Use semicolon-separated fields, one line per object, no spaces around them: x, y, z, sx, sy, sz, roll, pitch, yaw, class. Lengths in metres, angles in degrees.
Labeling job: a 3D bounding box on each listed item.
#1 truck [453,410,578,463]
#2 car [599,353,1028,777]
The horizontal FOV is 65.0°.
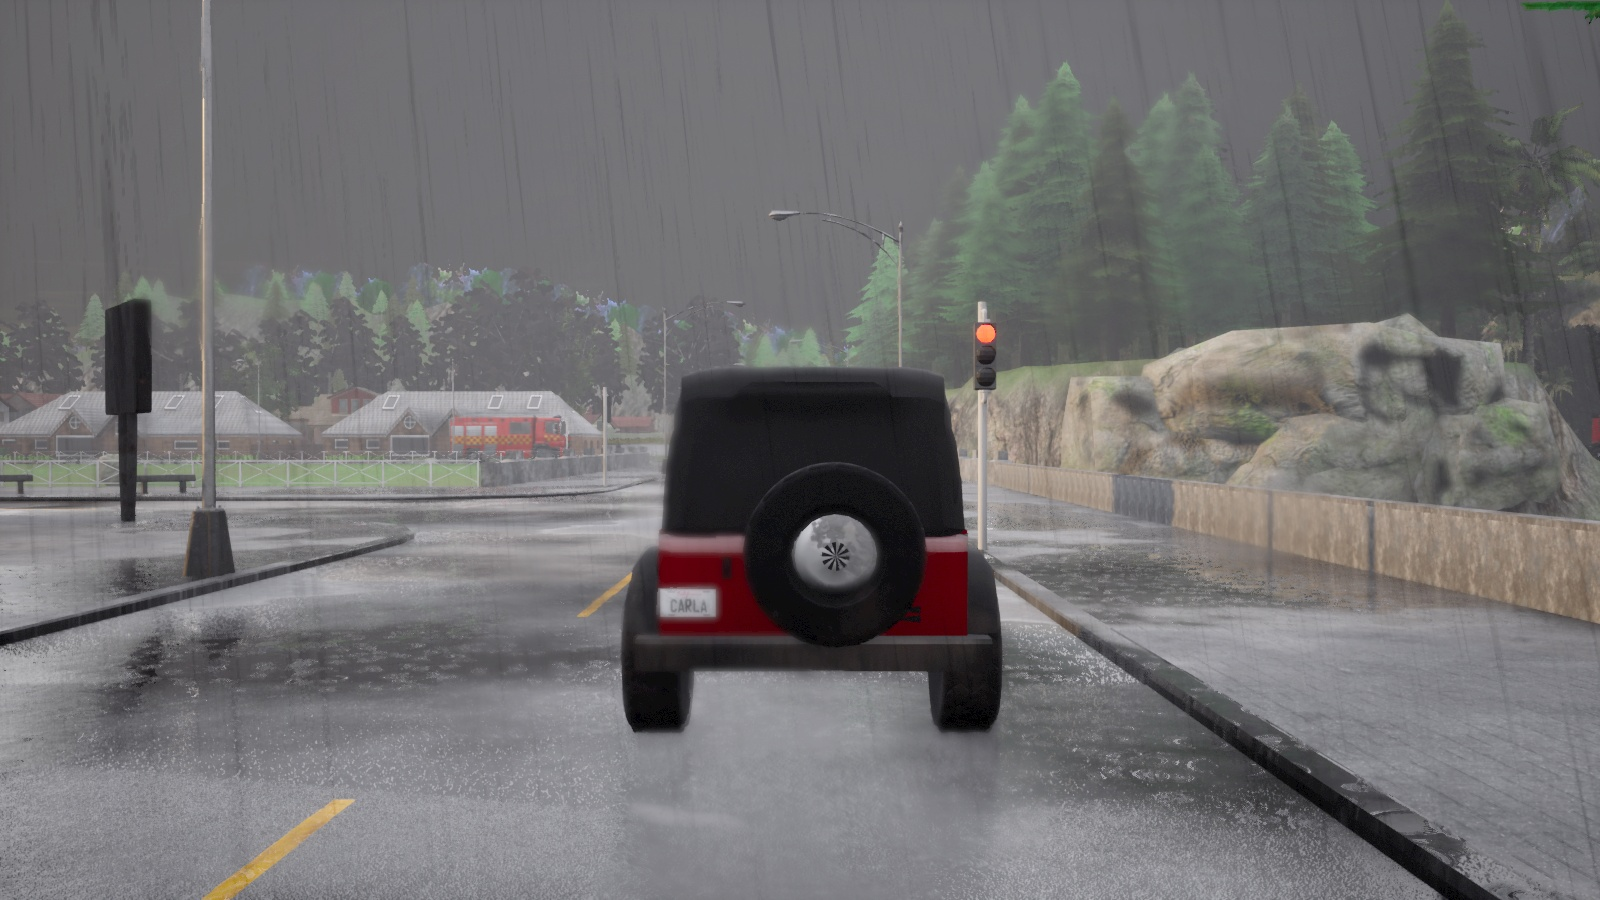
-20.790;-0.954;92.068;8.468;3.827;2.891;0;0;0;truck
0.062;0.500;7.508;1.905;1.878;3.866;0;0;0;car
